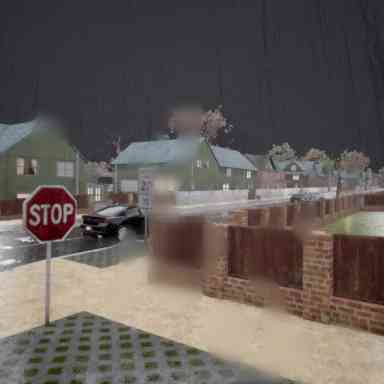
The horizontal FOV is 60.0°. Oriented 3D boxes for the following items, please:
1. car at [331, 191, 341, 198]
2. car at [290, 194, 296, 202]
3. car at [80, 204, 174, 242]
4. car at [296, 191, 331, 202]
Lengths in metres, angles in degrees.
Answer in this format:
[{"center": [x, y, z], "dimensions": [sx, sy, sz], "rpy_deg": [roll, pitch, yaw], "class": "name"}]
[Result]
[{"center": [20.387, 0.617, 48.443], "dimensions": [1.812, 1.442, 4.674], "rpy_deg": [2, 2, 35], "class": "car"}, {"center": [15.254, 0.648, 45.942], "dimensions": [2.033, 1.411, 5.357], "rpy_deg": [2, 2, 35], "class": "car"}, {"center": [-2.802, 1.288, 15.600], "dimensions": [1.882, 1.535, 5.008], "rpy_deg": [2, 2, 35], "class": "car"}, {"center": [14.898, 0.814, 40.577], "dimensions": [2.033, 1.411, 5.357], "rpy_deg": [2, 2, 35], "class": "car"}]
